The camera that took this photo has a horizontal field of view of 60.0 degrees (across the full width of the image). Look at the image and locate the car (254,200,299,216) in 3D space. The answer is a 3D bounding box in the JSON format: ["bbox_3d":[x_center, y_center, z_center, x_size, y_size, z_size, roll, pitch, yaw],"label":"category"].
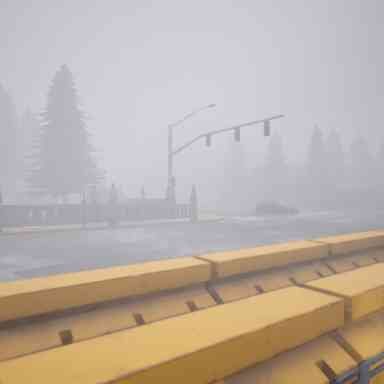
[{"bbox_3d":[8.192,1.525,32.687,1.812,1.442,4.674,0,0,-38],"label":"car"}]

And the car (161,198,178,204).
[{"bbox_3d":[-3.719,1.564,49.066,1.994,1.385,4.181,0,0,-35],"label":"car"}]
